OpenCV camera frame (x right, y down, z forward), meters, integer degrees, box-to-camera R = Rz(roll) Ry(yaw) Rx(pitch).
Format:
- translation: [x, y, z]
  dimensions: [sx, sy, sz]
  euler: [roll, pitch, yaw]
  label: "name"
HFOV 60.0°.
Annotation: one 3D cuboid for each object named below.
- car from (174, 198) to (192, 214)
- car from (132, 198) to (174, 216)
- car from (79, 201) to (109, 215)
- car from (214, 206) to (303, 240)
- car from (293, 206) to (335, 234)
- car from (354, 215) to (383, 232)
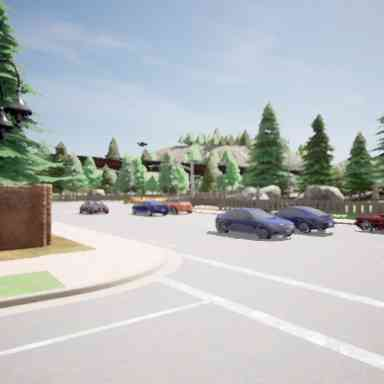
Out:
- translation: [-1.993, 1.402, 35.761]
  dimensions: [2.097, 1.767, 4.553]
  euler: [0, 0, -38]
  label: "car"
- translation: [-4.192, 1.523, 32.884]
  dimensions: [1.882, 1.535, 5.008]
  euler: [0, 0, -38]
  label: "car"
- translation: [-10.249, 1.612, 34.819]
  dimensions: [1.994, 1.385, 4.181]
  euler: [0, 0, -38]
  label: "car"
- translation: [3.119, 1.569, 17.440]
  dimensions: [1.812, 1.442, 4.674]
  euler: [0, 0, -38]
  label: "car"
- translation: [6.041, 1.570, 19.663]
  dimensions: [1.812, 1.442, 4.674]
  euler: [0, 0, -38]
  label: "car"
- translation: [11.574, 1.646, 18.262]
  dimensions: [1.895, 1.301, 4.718]
  euler: [0, 0, -38]
  label: "car"
